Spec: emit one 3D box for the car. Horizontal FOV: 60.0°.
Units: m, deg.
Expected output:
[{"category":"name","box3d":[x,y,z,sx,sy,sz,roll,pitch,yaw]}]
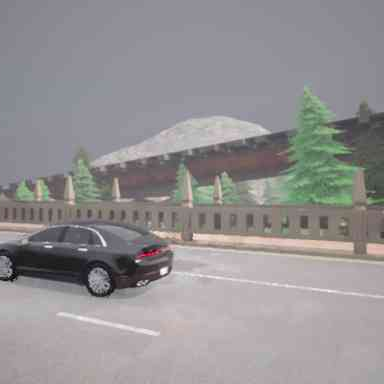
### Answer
[{"category":"car","box3d":[-2.805,1.433,8.206,4.892,1.490,1.837,1,1,24]}]
